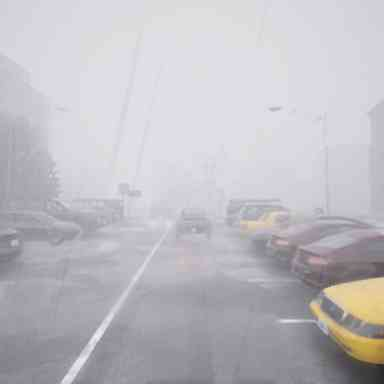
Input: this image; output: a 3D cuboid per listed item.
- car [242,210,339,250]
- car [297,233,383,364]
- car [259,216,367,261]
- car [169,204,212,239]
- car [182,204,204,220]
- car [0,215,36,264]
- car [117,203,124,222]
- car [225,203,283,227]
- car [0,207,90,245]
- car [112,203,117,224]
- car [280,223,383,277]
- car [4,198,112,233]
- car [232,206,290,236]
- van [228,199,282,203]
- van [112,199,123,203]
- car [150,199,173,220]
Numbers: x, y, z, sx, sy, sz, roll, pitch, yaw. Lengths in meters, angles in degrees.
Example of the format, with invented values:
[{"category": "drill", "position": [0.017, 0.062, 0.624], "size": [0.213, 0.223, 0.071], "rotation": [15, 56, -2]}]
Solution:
[{"category": "car", "position": [4.637, 1.612, 13.003], "size": [4.792, 1.488, 2.163], "rotation": [0, 0, 0]}, {"category": "car", "position": [4.492, 1.514, 4.631], "size": [5.366, 1.575, 1.946], "rotation": [0, 0, 0]}, {"category": "car", "position": [4.666, 1.601, 10.214], "size": [4.674, 1.452, 2.002], "rotation": [0, 0, 0]}, {"category": "car", "position": [0.077, 1.634, 18.206], "size": [2.128, 1.511, 4.902], "rotation": [0, 0, 0]}, {"category": "car", "position": [0.182, 2.027, 33.983], "size": [2.128, 1.511, 4.902], "rotation": [0, -3, 2]}, {"category": "car", "position": [-7.690, 1.588, 10.052], "size": [4.792, 1.488, 2.163], "rotation": [0, 0, 0]}, {"category": "car", "position": [-7.709, 1.720, 23.998], "size": [4.792, 1.488, 2.163], "rotation": [0, -1, 0]}, {"category": "car", "position": [4.659, 1.653, 21.503], "size": [5.008, 1.535, 2.097], "rotation": [0, -1, 0]}, {"category": "car", "position": [-7.639, 1.631, 15.639], "size": [4.792, 1.488, 2.163], "rotation": [0, 0, 0]}, {"category": "car", "position": [-7.675, 1.648, 21.167], "size": [5.008, 1.535, 2.097], "rotation": [0, 0, 0]}, {"category": "car", "position": [4.671, 1.580, 7.547], "size": [4.674, 1.452, 2.002], "rotation": [0, 0, 0]}, {"category": "car", "position": [-7.644, 1.372, 18.435], "size": [5.566, 2.045, 2.435], "rotation": [0, 0, 0]}, {"category": "car", "position": [4.847, 1.601, 15.795], "size": [5.366, 1.575, 1.946], "rotation": [0, 0, 0]}, {"category": "van", "position": [4.767, 1.471, 24.281], "size": [4.442, 1.987, 1.878], "rotation": [0, -1, 0]}, {"category": "van", "position": [-7.800, 1.529, 26.789], "size": [4.442, 1.987, 1.878], "rotation": [0, -1, 0]}, {"category": "car", "position": [-3.045, 1.785, 34.808], "size": [2.150, 2.045, 5.566], "rotation": [0, -3, 0]}]
